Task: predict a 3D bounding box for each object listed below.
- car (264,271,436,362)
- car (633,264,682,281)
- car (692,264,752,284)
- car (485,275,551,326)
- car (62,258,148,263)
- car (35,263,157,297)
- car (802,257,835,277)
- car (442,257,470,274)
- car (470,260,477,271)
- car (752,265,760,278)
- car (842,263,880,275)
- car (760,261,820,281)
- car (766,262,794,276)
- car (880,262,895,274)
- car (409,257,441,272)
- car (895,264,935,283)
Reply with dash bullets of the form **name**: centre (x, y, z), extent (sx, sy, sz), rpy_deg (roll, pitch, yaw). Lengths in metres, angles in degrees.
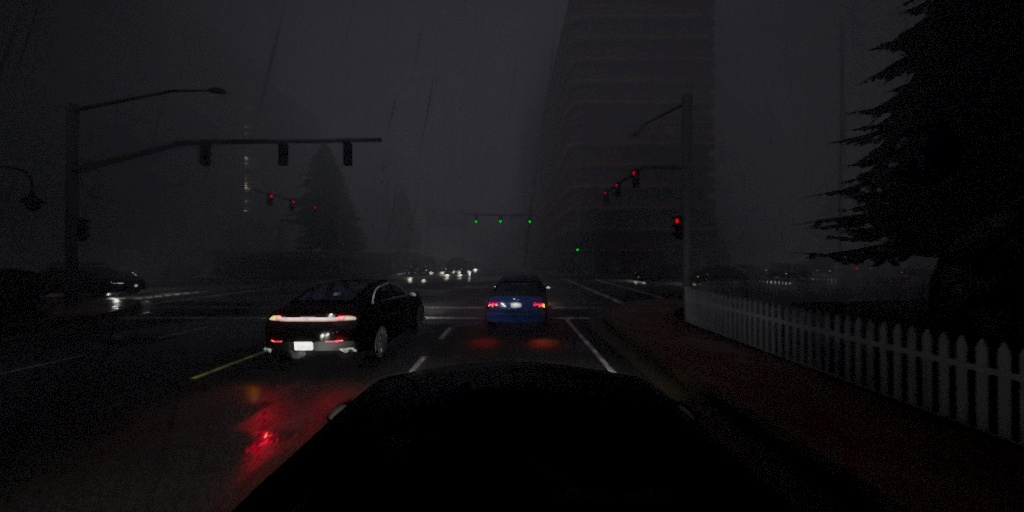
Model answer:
- **car**: centre (-3.426, 1.273, 8.307), extent (2.128, 1.511, 4.902), rpy_deg (0, 0, 0)
- **car**: centre (13.130, 1.379, 30.502), extent (5.357, 1.411, 2.033), rpy_deg (0, 0, -13)
- **car**: centre (15.866, 1.382, 27.679), extent (4.181, 1.385, 1.994), rpy_deg (0, 0, -20)
- **car**: centre (0.297, 1.347, 11.925), extent (2.033, 1.411, 5.357), rpy_deg (0, 0, 4)
- **car**: centre (-25.740, 1.144, 21.873), extent (4.553, 1.767, 2.097), rpy_deg (0, 0, 0)
- **car**: centre (-21.730, 1.280, 18.400), extent (4.892, 1.490, 1.837), rpy_deg (0, 0, -1)
- **car**: centre (32.328, 1.087, 37.696), extent (2.150, 2.045, 5.566), rpy_deg (0, 0, 43)
- **car**: centre (-7.094, 1.185, 46.218), extent (2.150, 2.045, 5.566), rpy_deg (0, 0, 0)
- **car**: centre (-7.069, 1.515, 56.027), extent (1.837, 1.490, 4.892), rpy_deg (0, 0, 0)
- **car**: centre (22.028, 1.450, 34.072), extent (4.718, 1.301, 1.895), rpy_deg (0, 0, -30)
- **car**: centre (40.704, 1.434, 42.294), extent (2.033, 1.411, 5.357), rpy_deg (0, 0, 31)
- **car**: centre (24.343, 1.383, 31.361), extent (5.357, 1.411, 2.033), rpy_deg (0, 0, -31)
- **car**: centre (30.422, 1.428, 40.644), extent (2.033, 1.411, 5.357), rpy_deg (0, 0, 43)
- **car**: centre (45.712, 1.462, 44.586), extent (1.994, 1.385, 4.181), rpy_deg (0, 0, 27)
- **car**: centre (-10.564, 1.170, 43.056), extent (2.150, 2.045, 5.566), rpy_deg (0, 0, 2)
- **car**: centre (31.282, 1.342, 27.410), extent (4.674, 1.442, 1.812), rpy_deg (0, 0, -35)
